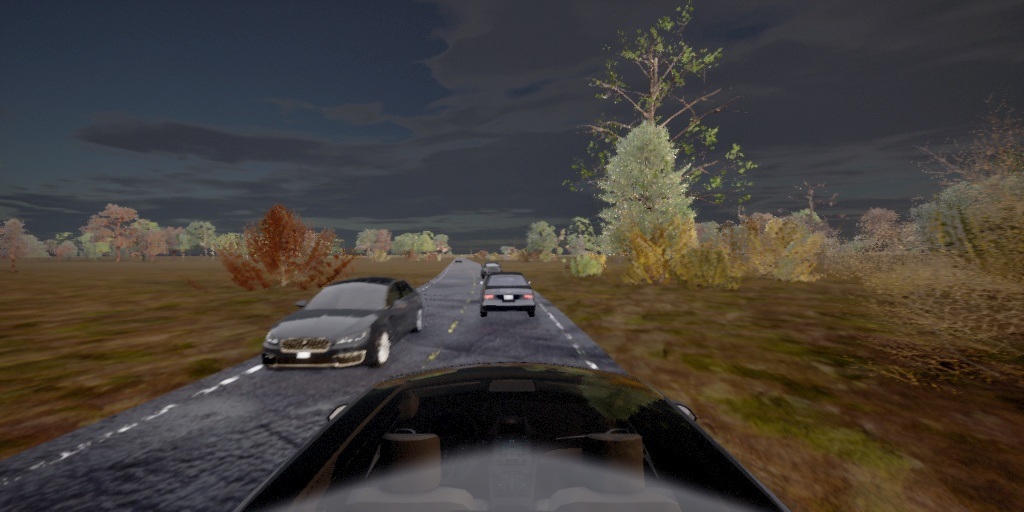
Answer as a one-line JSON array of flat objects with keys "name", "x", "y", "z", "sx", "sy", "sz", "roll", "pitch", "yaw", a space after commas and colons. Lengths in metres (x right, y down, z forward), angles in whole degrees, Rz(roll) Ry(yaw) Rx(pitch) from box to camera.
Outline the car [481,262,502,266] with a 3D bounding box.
[{"name": "car", "x": -1.821, "y": 1.243, "z": 32.263, "sx": 1.812, "sy": 1.442, "sz": 4.674, "roll": 0, "pitch": 0, "yaw": -7}]

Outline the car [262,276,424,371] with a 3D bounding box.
[{"name": "car", "x": -3.246, "y": 1.252, "z": 7.894, "sx": 1.837, "sy": 1.490, "sz": 4.892, "roll": 0, "pitch": 0, "yaw": -2}]

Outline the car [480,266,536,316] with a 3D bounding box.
[{"name": "car", "x": -0.219, "y": 1.283, "z": 13.249, "sx": 2.033, "sy": 1.411, "sz": 5.357, "roll": 0, "pitch": 0, "yaw": -3}]
